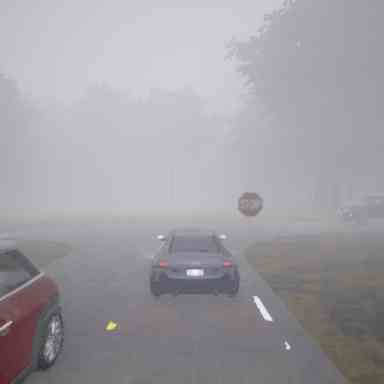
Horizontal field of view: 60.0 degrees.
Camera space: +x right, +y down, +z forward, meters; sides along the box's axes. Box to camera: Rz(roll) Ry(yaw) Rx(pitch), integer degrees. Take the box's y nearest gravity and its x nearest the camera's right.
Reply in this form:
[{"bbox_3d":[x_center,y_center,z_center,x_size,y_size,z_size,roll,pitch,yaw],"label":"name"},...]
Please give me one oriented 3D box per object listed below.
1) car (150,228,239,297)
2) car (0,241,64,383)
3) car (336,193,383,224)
[{"bbox_3d":[0.005,1.633,8.805,1.994,1.385,4.181,0,0,-2],"label":"car"},{"bbox_3d":[-2.828,1.374,2.706,2.097,1.767,4.553,0,0,0],"label":"car"},{"bbox_3d":[13.166,1.106,23.358,5.566,2.045,2.150,-1,0,-1],"label":"car"}]
